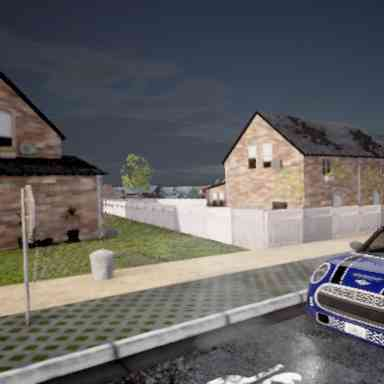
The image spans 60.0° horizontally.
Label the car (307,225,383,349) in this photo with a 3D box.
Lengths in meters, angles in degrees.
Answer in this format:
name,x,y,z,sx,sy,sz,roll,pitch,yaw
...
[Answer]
name,x,y,z,sx,sy,sz,roll,pitch,yaw
car,4.127,1.349,5.961,4.553,1.767,2.097,0,0,-35
